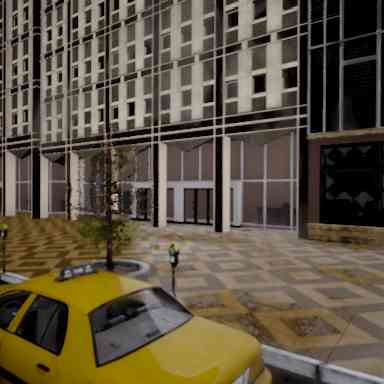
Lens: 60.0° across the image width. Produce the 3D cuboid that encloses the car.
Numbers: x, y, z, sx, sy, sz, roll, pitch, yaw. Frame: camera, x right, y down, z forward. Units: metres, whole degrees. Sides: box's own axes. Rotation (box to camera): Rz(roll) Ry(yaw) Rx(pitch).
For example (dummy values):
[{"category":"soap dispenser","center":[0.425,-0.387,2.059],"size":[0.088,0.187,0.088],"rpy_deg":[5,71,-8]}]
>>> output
[{"category":"car","center":[-1.533,1.537,3.983],"size":[4.829,1.417,1.752],"rpy_deg":[0,0,36]}]
